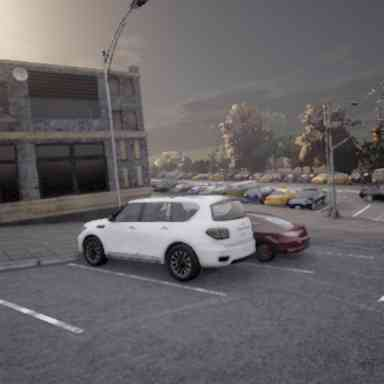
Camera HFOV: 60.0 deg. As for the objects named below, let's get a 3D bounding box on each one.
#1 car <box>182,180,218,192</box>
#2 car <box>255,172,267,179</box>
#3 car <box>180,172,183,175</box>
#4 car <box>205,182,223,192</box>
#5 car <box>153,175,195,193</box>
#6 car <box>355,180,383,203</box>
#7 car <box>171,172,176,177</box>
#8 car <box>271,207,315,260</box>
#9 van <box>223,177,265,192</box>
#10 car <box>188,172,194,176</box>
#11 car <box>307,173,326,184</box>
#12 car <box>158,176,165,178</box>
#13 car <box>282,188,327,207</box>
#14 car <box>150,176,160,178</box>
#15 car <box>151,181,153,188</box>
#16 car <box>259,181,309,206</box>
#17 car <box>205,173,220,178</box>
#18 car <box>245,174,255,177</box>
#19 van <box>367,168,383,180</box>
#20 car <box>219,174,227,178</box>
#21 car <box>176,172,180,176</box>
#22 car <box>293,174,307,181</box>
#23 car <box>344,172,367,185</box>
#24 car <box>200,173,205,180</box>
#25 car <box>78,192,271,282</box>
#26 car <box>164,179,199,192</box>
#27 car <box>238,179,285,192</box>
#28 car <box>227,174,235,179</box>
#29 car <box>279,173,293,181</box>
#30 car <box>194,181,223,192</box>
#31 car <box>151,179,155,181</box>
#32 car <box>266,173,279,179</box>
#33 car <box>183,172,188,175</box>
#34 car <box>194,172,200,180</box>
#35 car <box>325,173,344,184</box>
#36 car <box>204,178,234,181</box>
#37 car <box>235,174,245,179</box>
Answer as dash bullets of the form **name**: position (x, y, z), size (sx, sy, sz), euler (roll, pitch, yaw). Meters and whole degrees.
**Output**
- **car**: position (1.405, -0.246, 44.402), size (2.002, 1.452, 4.674), euler (0, 7, 42)
- **car**: position (14.075, -2.600, 59.772), size (1.946, 1.575, 5.366), euler (1, 6, 43)
- **car**: position (-0.092, -4.142, 89.021), size (4.792, 1.488, 2.163), euler (-8, 7, -44)
- **car**: position (4.261, -0.024, 39.081), size (2.231, 1.521, 4.892), euler (-1, 7, 41)
- **car**: position (-2.779, -0.943, 52.432), size (2.435, 2.045, 5.566), euler (0, 7, 43)
- **car**: position (16.361, 0.178, 27.414), size (2.128, 1.511, 4.902), euler (-7, 7, -30)
- **car**: position (-2.651, -4.462, 94.330), size (5.366, 1.575, 1.946), euler (-8, 7, -44)
- **car**: position (1.596, 1.389, 11.396), size (4.674, 1.452, 2.002), euler (-1, 0, 35)
- **van**: position (5.775, -0.137, 36.507), size (1.878, 1.987, 4.442), euler (-1, 7, 41)
- **car**: position (2.247, -3.855, 83.499), size (5.366, 1.575, 1.946), euler (-8, 7, -44)
- **car**: position (19.370, -2.035, 49.037), size (1.946, 1.575, 5.366), euler (1, 7, 42)
- **car**: position (-8.039, -2.217, 74.260), size (1.812, 1.442, 4.674), euler (-7, 6, -24)
- **car**: position (10.005, 0.525, 28.513), size (2.163, 1.488, 4.792), euler (0, 7, 40)
- **car**: position (-9.400, -1.531, 65.983), size (2.185, 1.767, 4.553), euler (1, 8, 44)
- **car**: position (-4.138, -0.828, 55.125), size (2.097, 1.535, 5.008), euler (0, 7, 43)
- **car**: position (8.798, 0.323, 31.319), size (1.946, 1.575, 5.366), euler (-1, 7, 40)
- **car**: position (6.105, -3.424, 75.560), size (5.008, 1.535, 2.097), euler (-8, 7, -44)
- **car**: position (12.623, -2.843, 62.279), size (2.185, 1.767, 4.553), euler (1, 7, 43)
- **van**: position (23.713, -1.888, 41.312), size (1.878, 1.987, 4.442), euler (1, 6, 41)
- **car**: position (8.687, -3.110, 70.251), size (2.163, 1.488, 4.792), euler (1, 6, 44)
- **car**: position (-1.277, -4.300, 91.776), size (4.792, 1.488, 2.163), euler (-8, 6, -44)
- **car**: position (18.081, -2.140, 51.782), size (2.002, 1.452, 4.674), euler (0, 6, 42)
- **car**: position (22.317, -1.920, 43.962), size (2.185, 1.767, 4.553), euler (0, 6, 41)
- **car**: position (4.826, -3.694, 78.215), size (4.553, 1.767, 2.185), euler (-8, 6, -44)
- **car**: position (-0.914, 1.152, 9.684), size (5.566, 2.045, 2.435), euler (-1, 0, 35)
- **car**: position (-1.388, -0.514, 49.748), size (2.002, 1.452, 4.674), euler (0, 8, 43)
- **car**: position (7.160, 0.106, 33.770), size (2.185, 1.767, 4.553), euler (-1, 7, 41)
- **car**: position (9.946, -2.961, 67.539), size (2.163, 1.488, 4.792), euler (1, 7, 44)
- **car**: position (16.687, -2.270, 54.392), size (2.002, 1.452, 4.674), euler (0, 6, 42)
- **car**: position (2.837, -0.116, 41.741), size (2.002, 1.452, 4.674), euler (0, 8, 42)
- **car**: position (-6.797, -1.113, 60.539), size (2.097, 1.535, 5.008), euler (1, 8, 44)
- **car**: position (15.281, -2.565, 56.977), size (2.185, 1.767, 4.553), euler (0, 6, 43)
- **car**: position (1.149, -4.276, 86.334), size (5.566, 2.045, 2.435), euler (-8, 6, -44)
- **car**: position (3.606, -3.720, 80.934), size (4.892, 1.521, 2.231), euler (-8, 6, -44)
- **car**: position (21.032, -1.946, 46.721), size (1.946, 1.575, 5.366), euler (0, 6, 41)
- **car**: position (4.014, -0.899, 49.671), size (1.812, 1.442, 4.674), euler (-7, 6, -27)
- **car**: position (11.270, -2.853, 64.910), size (2.097, 1.535, 5.008), euler (1, 6, 44)
